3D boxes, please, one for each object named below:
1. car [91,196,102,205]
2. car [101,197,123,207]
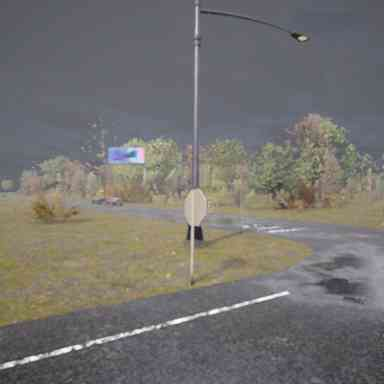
[{"bbox_3d":[-16.893,1.567,60.510,1.837,1.490,4.892,1,0,-34],"label":"car"},{"bbox_3d":[-12.831,1.599,54.510,1.812,1.442,4.674,1,0,-33],"label":"car"}]
